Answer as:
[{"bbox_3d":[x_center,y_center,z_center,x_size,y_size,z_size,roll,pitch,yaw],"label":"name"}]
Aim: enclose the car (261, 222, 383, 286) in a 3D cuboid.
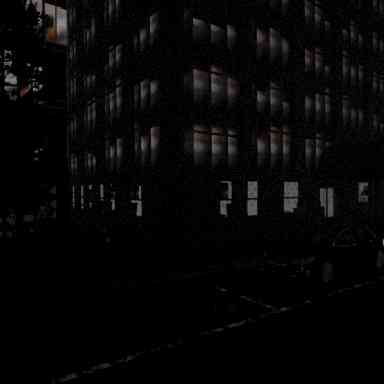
[{"bbox_3d":[3.807,1.549,9.308,4.403,1.369,2.008,0,-1,-36],"label":"car"}]
